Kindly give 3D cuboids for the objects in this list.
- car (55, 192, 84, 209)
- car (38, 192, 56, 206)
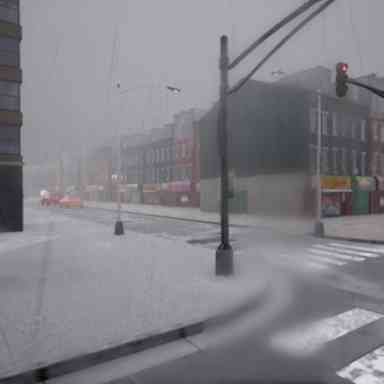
[{"bbox_3d":[-15.714,1.195,43.111,2.097,1.767,4.553,0,0,-36],"label":"car"},{"bbox_3d":[-21.455,1.034,51.049,2.150,2.045,5.566,0,0,-36],"label":"car"}]
